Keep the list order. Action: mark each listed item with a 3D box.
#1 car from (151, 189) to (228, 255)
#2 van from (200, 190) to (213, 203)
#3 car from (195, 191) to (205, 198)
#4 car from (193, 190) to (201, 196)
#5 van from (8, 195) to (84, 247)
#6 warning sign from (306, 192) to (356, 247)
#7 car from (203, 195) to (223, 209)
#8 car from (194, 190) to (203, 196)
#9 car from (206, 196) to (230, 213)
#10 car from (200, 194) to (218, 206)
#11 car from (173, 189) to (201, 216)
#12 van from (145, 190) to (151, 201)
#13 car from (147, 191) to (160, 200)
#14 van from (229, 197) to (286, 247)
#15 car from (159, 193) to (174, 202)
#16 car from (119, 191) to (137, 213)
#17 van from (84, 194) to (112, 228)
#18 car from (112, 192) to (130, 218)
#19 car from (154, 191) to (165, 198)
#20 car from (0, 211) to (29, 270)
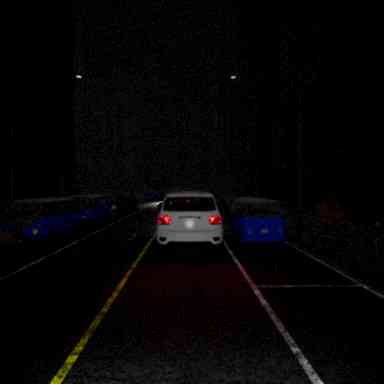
[{"bbox_3d":[-0.128,1.015,12.535,2.150,2.045,5.566,0,0,-1],"label":"car"},{"bbox_3d":[2.016,0.597,47.451,1.690,1.788,3.998,0,1,-1],"label":"van"},{"bbox_3d":[1.664,0.445,70.011,1.887,1.381,4.507,0,1,-1],"label":"car"},{"bbox_3d":[1.400,0.196,86.929,1.947,1.339,4.313,0,1,-1],"label":"car"},{"bbox_3d":[-5.979,1.129,13.477,1.690,1.788,3.998,0,1,-1],"label":"van"},{"bbox_3d":[4.887,0.928,11.786,1.300,1.860,1.060,0,1,-1],"label":"warning sign"},{"bbox_3d":[2.194,1.014,36.176,1.802,1.307,4.206,0,1,-1],"label":"car"},{"bbox_3d":[1.488,0.272,81.290,2.008,1.369,4.403,0,1,-1],"label":"car"},{"bbox_3d":[2.282,1.102,30.537,1.802,1.307,4.206,0,1,-1],"label":"car"},{"bbox_3d":[2.105,0.910,41.815,1.947,1.339,4.313,0,1,-1],"label":"car"},{"bbox_3d":[-0.383,0.779,28.365,2.150,2.045,5.566,0,1,-1],"label":"car"},{"bbox_3d":[-6.597,0.512,52.954,1.690,1.788,3.998,0,1,-1],"label":"van"},{"bbox_3d":[-6.684,0.626,58.597,1.887,1.381,4.507,0,1,-1],"label":"car"},{"bbox_3d":[2.545,1.126,13.615,1.690,1.788,3.998,0,1,-1],"label":"van"},{"bbox_3d":[-3.885,0.797,51.314,1.895,1.301,4.718,0,1,-1],"label":"car"},{"bbox_3d":[-6.244,0.839,30.396,2.192,1.841,5.009,0,1,-1],"label":"car"},{"bbox_3d":[-6.067,1.041,19.117,1.690,1.788,3.998,0,1,-1],"label":"van"},{"bbox_3d":[-6.155,1.052,24.757,1.967,1.590,4.097,0,1,-1],"label":"car"},{"bbox_3d":[-6.860,0.470,69.876,1.947,1.339,4.313,0,1,-1],"label":"car"},{"bbox_3d":[-5.887,1.404,7.671,1.752,1.417,4.829,0,1,-1],"label":"car"}]
